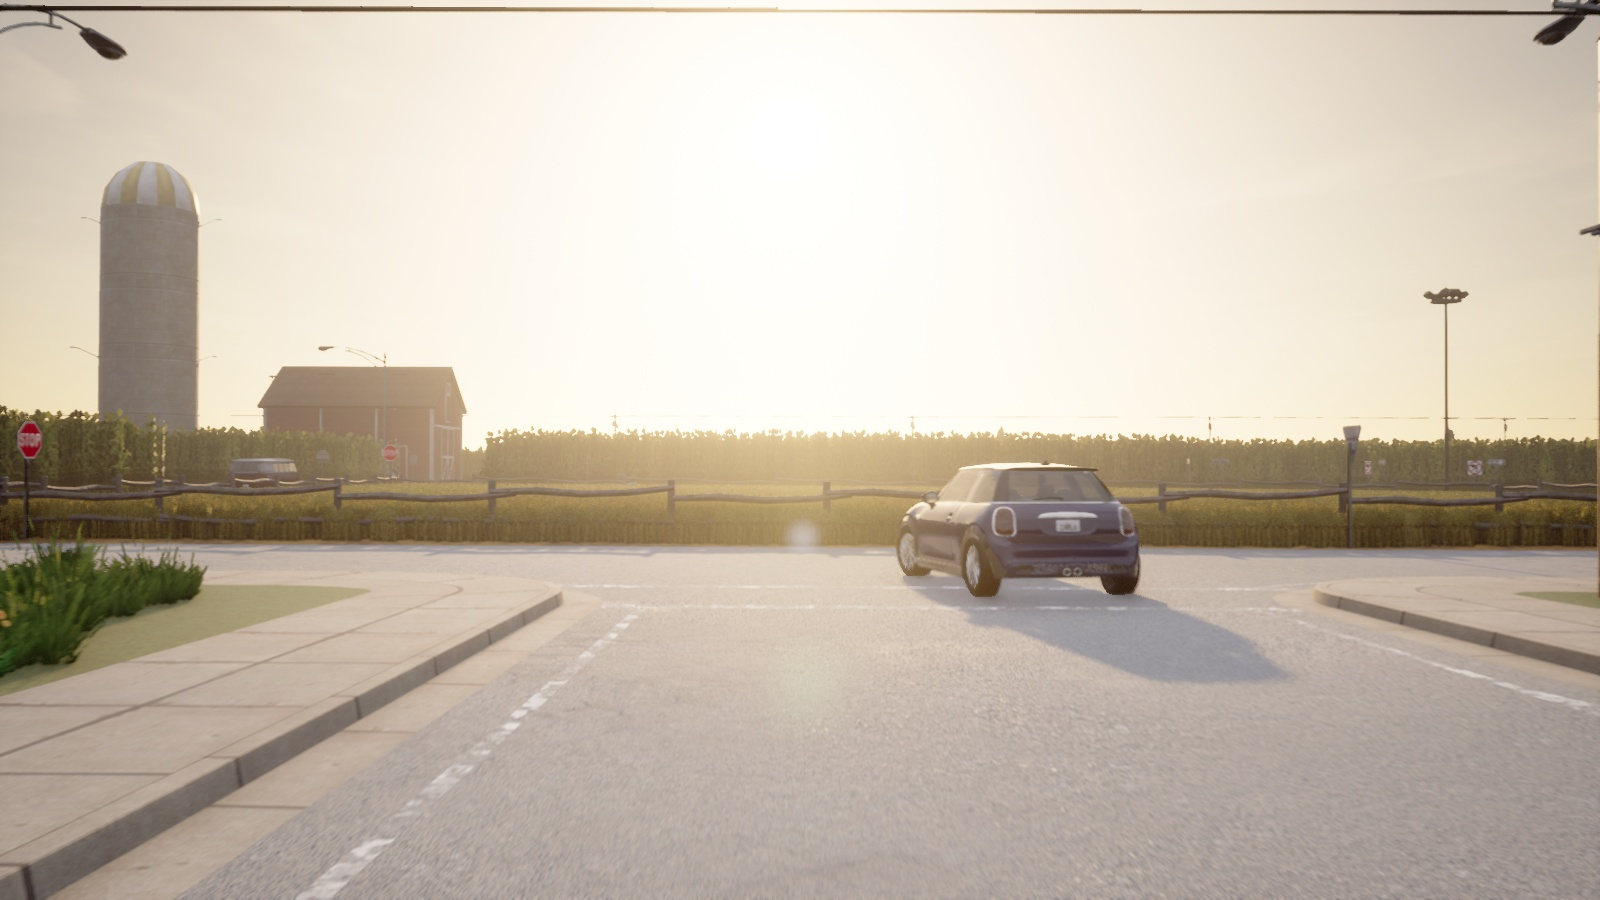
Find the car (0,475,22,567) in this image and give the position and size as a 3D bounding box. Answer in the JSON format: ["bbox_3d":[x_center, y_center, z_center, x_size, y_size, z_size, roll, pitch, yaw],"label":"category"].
[{"bbox_3d":[-15.686,1.174,20.315,4.902,1.511,2.128,0,-1,2],"label":"car"}]

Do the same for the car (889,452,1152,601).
[{"bbox_3d":[2.839,0.953,17.375,2.097,1.767,4.553,0,-1,-11],"label":"car"}]

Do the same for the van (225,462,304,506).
[{"bbox_3d":[-25.127,1.580,59.098,1.775,1.987,4.442,0,-1,1],"label":"van"}]
